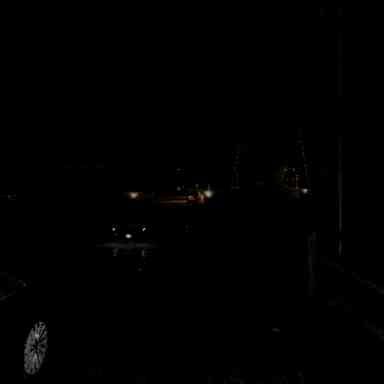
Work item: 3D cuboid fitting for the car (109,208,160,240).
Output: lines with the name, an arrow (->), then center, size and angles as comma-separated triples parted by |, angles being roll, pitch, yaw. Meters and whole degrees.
car -> -2.785, 1.575, 17.356 | 2.033, 1.411, 5.357 | 0, 0, 1

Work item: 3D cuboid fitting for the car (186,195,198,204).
car -> 0.006, 1.574, 63.481 | 2.128, 1.511, 4.902 | 0, 0, 0

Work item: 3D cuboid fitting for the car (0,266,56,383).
car -> -2.808, 1.494, 2.679 | 2.128, 1.511, 4.902 | 0, 0, 0

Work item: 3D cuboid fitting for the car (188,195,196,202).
car -> 0.007, 1.468, 73.918 | 1.812, 1.442, 4.674 | 0, 1, 0
